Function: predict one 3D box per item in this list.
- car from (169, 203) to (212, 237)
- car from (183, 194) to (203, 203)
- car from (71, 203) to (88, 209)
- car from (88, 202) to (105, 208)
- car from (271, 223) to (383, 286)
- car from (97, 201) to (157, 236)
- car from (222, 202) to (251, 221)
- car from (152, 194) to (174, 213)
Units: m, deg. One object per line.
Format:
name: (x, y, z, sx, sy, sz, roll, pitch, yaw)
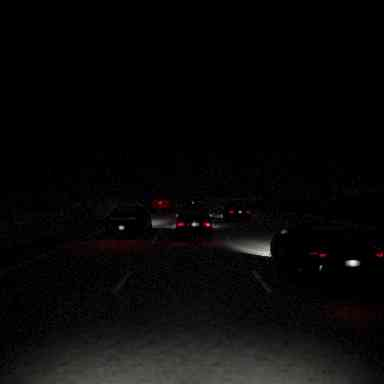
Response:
car: (0.100, 1.549, 17.863, 2.033, 1.411, 5.357, 0, 0, 0)
car: (0.100, 1.325, 38.514, 2.150, 2.045, 5.566, 0, -2, 0)
car: (-17.519, 2.444, 52.469, 1.812, 1.442, 4.674, 0, -5, 0)
car: (-14.025, 2.345, 51.889, 1.882, 1.535, 5.008, 0, -5, 0)
car: (3.600, 1.564, 9.449, 1.994, 1.385, 4.181, 0, 0, 0)
car: (-3.399, 1.493, 18.457, 2.128, 1.511, 4.902, 0, 0, 0)
car: (3.601, 1.549, 27.459, 2.033, 1.411, 5.357, 0, 0, 0)
car: (-3.399, 1.327, 38.548, 2.150, 2.045, 5.566, 0, -2, 0)
